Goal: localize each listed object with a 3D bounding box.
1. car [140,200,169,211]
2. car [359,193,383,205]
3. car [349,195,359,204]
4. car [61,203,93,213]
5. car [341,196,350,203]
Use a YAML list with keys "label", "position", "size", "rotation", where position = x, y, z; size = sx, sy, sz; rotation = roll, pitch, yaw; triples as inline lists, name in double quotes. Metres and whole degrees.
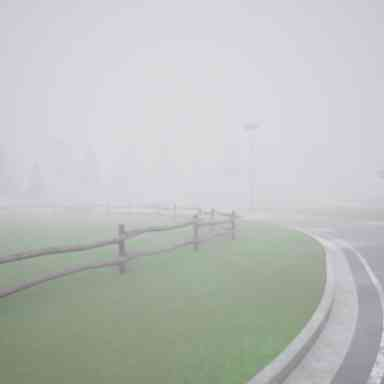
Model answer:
- label: "car"
  position: [-5.628, 1.981, 49.465]
  size: [5.008, 1.535, 1.882]
  rotation: [-1, -1, 38]
- label: "car"
  position: [34.543, 1.252, 61.389]
  size: [5.566, 2.045, 2.150]
  rotation: [-1, 0, -13]
- label: "car"
  position: [33.768, 1.591, 64.798]
  size: [4.674, 1.442, 1.812]
  rotation: [-1, 0, -13]
- label: "car"
  position: [-15.759, 2.181, 45.730]
  size: [4.181, 1.385, 1.994]
  rotation: [-1, -1, -9]
- label: "car"
  position: [32.985, 1.462, 68.212]
  size: [4.553, 1.767, 2.097]
  rotation: [-1, 0, -13]
